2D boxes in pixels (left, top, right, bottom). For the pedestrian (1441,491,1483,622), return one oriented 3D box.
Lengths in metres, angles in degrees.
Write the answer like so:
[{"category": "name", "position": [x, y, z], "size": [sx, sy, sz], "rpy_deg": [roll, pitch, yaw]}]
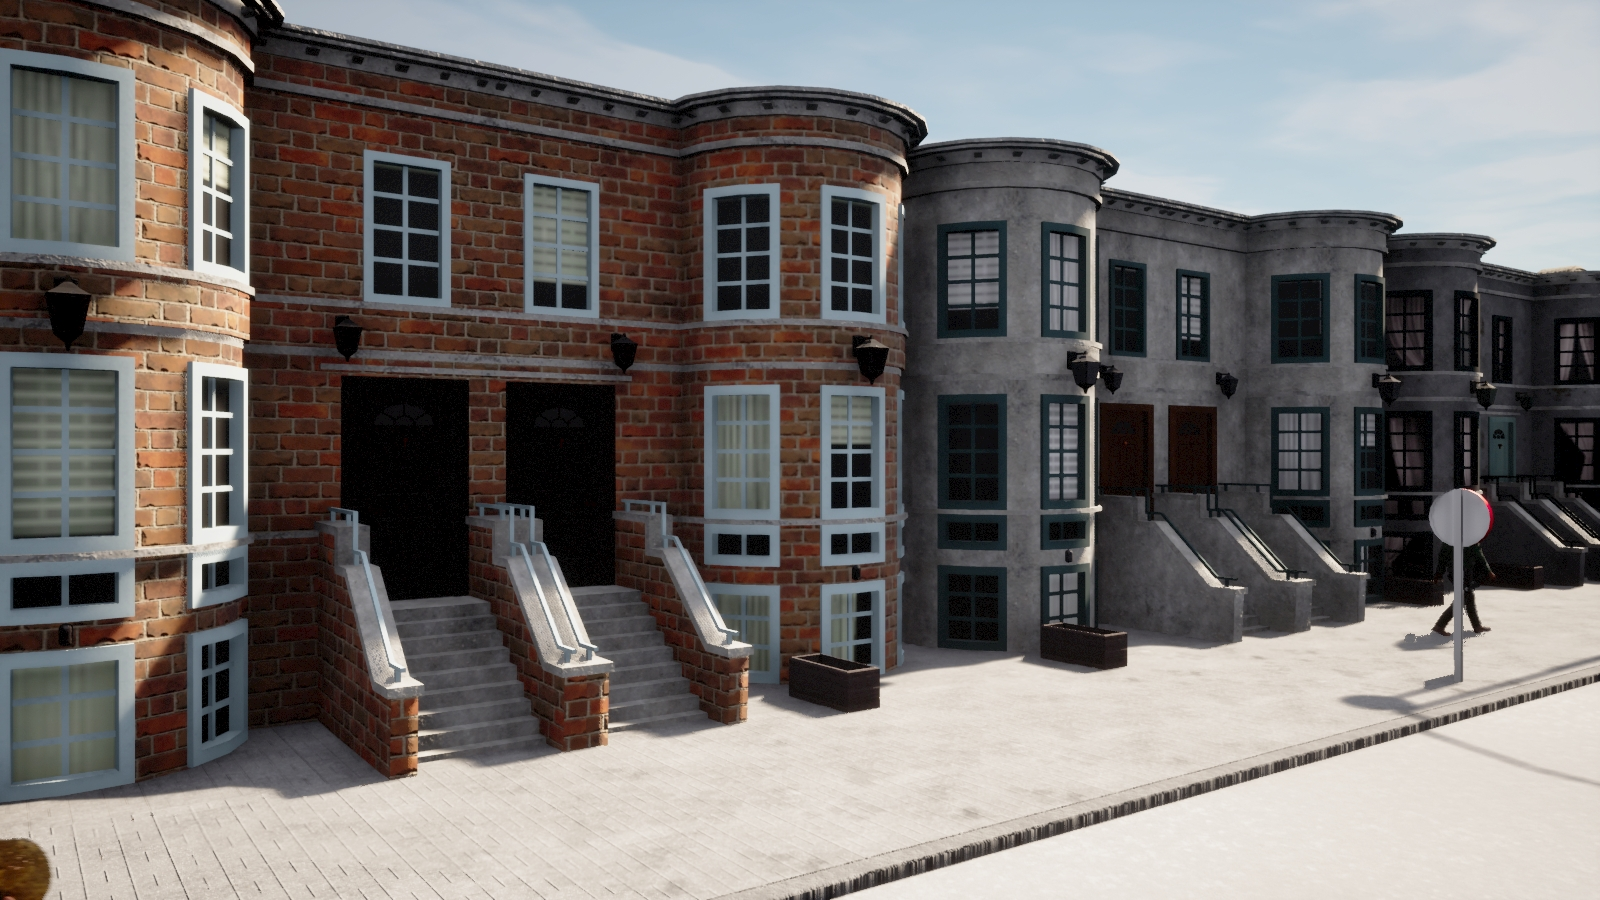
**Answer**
[{"category": "pedestrian", "position": [9.562, 1.524, 16.507], "size": [0.375, 1.860, 0.375], "rpy_deg": [0, 0, -11]}]
